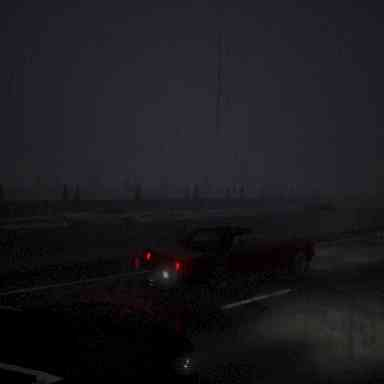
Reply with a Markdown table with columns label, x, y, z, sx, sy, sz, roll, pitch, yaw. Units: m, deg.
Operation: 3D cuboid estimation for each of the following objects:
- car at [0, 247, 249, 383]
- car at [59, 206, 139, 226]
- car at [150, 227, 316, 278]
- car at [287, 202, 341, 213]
| label | x | y | z | sx | sy | sz | roll | pitch | yaw |
| --- | --- | --- | --- | --- | --- | --- | --- | --- | --- |
| car | -2.154 | 1.492 | 2.210 | 4.902 | 1.511 | 2.128 | 0 | 0 | -36 |
| car | -5.888 | 1.597 | 21.287 | 4.718 | 1.301 | 1.895 | 0 | 0 | -35 |
| car | 1.195 | 1.598 | 8.898 | 4.718 | 1.301 | 1.895 | 0 | 0 | -36 |
| car | 8.408 | 1.497 | 22.880 | 4.892 | 1.490 | 1.837 | 0 | 0 | -35 |
